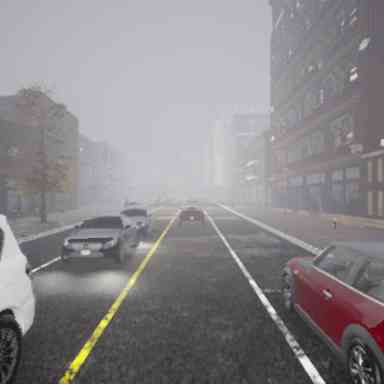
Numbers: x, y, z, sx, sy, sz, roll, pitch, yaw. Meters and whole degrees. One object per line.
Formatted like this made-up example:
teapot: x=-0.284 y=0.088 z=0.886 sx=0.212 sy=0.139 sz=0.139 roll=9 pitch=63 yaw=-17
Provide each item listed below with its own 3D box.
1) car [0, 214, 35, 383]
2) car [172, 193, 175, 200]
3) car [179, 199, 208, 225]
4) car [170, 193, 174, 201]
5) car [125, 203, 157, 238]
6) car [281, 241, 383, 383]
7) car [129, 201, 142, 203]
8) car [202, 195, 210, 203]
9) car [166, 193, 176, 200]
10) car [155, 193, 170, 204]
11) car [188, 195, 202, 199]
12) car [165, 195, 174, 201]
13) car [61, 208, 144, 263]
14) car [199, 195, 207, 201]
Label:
car: x=-3.090 y=1.222 z=2.040 sx=2.150 sy=2.045 sz=5.566 roll=0 pitch=0 yaw=0
car: x=-5.689 y=1.386 z=78.832 sx=1.967 sy=1.590 sz=4.097 roll=1 pitch=0 yaw=0
car: x=0.018 y=1.507 z=23.865 sx=1.812 sy=1.442 sz=4.674 roll=0 pitch=0 yaw=1
car: x=-5.690 y=1.514 z=73.146 sx=1.947 sy=1.339 sz=4.313 roll=1 pitch=0 yaw=0
car: x=-3.004 y=1.512 z=17.595 sx=1.812 sy=1.442 sz=4.674 roll=0 pitch=0 yaw=0
car: x=2.704 y=1.436 z=4.967 sx=1.967 sy=1.590 sz=4.097 roll=1 pitch=0 yaw=0
car: x=-5.683 y=1.556 z=33.339 sx=1.802 sy=1.307 sz=4.206 roll=1 pitch=0 yaw=0
car: x=2.691 y=1.477 z=67.691 sx=1.752 sy=1.417 sz=4.829 roll=1 pitch=0 yaw=0
car: x=-5.688 y=1.255 z=90.205 sx=2.192 sy=1.841 sz=5.009 roll=1 pitch=0 yaw=0
car: x=-5.686 y=1.395 z=61.771 sx=1.967 sy=1.590 sz=4.097 roll=1 pitch=0 yaw=0
car: x=0.079 y=1.473 z=44.756 sx=1.837 sy=1.490 sz=4.892 roll=0 pitch=1 yaw=0
car: x=-5.692 y=1.509 z=84.519 sx=1.947 sy=1.339 sz=4.313 roll=1 pitch=0 yaw=0
car: x=-3.091 y=1.516 z=12.058 sx=1.812 sy=1.442 sz=4.674 roll=0 pitch=0 yaw=1
car: x=2.688 y=1.525 z=84.581 sx=1.802 sy=1.307 sz=4.206 roll=1 pitch=0 yaw=0
